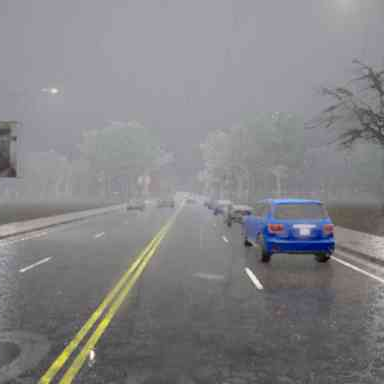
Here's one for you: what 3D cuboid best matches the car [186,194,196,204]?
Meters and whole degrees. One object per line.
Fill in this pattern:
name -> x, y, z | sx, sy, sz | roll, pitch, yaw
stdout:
car -> -0.246, 1.649, 65.230 | 1.812, 1.442, 4.674 | 0, 0, 0

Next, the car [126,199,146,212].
car -> -6.693, 1.580, 40.177 | 1.837, 1.490, 4.892 | 0, 0, 0

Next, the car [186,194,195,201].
car -> -0.394, 1.389, 83.485 | 2.097, 1.767, 4.553 | 0, 0, -1

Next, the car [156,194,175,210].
car -> -3.452, 1.307, 44.651 | 2.150, 2.045, 5.566 | 0, 0, 0

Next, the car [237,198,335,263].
car -> 3.237, 1.243, 12.249 | 2.150, 2.045, 5.566 | 0, 0, 0

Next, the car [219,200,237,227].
car -> 3.210, 1.547, 23.224 | 1.837, 1.490, 4.892 | 0, 0, 0

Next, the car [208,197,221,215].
car -> 3.173, 1.567, 34.259 | 2.163, 1.488, 4.792 | 0, 0, 0

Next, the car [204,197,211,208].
car -> 3.123, 1.515, 45.234 | 2.033, 1.649, 4.856 | 0, 0, 0

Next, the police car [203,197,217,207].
police car -> 3.060, 1.610, 56.240 | 2.038, 1.542, 4.974 | 0, 0, 0
